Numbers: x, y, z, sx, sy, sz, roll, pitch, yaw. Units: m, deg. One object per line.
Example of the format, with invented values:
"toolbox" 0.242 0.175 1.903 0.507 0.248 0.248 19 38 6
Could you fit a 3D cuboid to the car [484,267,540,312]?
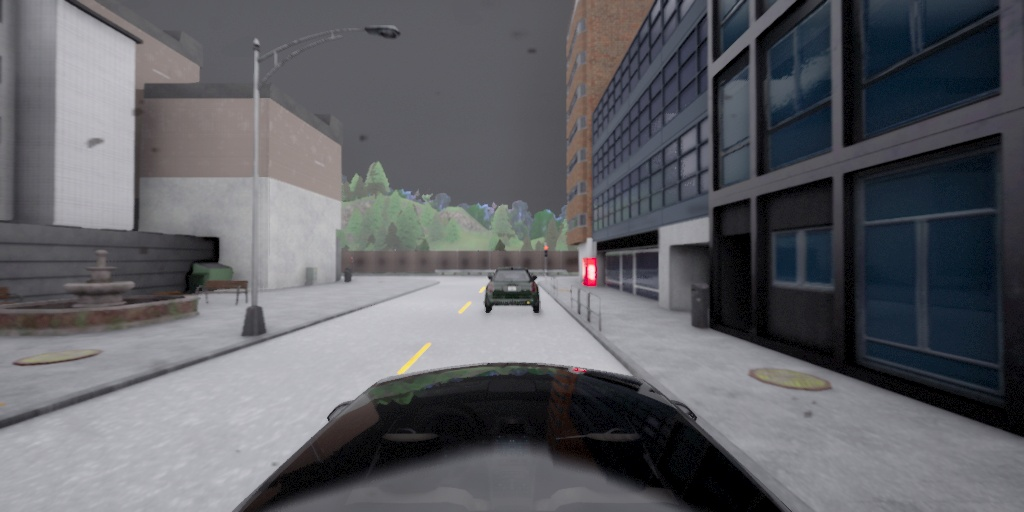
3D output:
"car" 0.020 1.244 15.262 2.097 1.767 4.553 0 -1 0
